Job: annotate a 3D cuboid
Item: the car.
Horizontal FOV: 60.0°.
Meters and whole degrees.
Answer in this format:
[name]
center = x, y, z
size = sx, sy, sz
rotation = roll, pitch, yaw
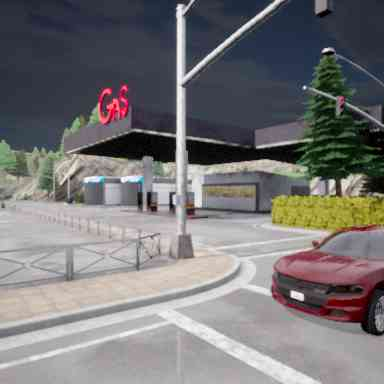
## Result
[car]
center = 3.784, 1.454, 6.879
size = 5.008, 1.535, 1.882
rotation = 1, -1, -35
